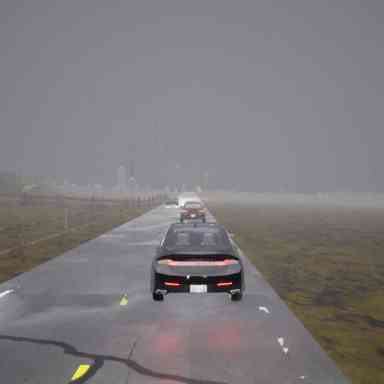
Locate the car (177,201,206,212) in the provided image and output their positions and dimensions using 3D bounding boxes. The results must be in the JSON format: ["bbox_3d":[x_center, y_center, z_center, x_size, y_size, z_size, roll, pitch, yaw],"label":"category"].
[{"bbox_3d":[0.068,1.464,25.274,1.812,1.442,4.674,0,0,0],"label":"car"}]

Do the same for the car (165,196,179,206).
[{"bbox_3d":[-2.851,1.326,48.875,2.033,1.411,5.357,0,0,0],"label":"car"}]

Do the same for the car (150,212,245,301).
[{"bbox_3d":[0.094,1.485,8.287,2.128,1.511,4.902,0,0,0],"label":"car"}]
